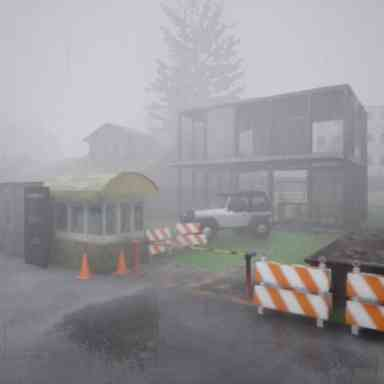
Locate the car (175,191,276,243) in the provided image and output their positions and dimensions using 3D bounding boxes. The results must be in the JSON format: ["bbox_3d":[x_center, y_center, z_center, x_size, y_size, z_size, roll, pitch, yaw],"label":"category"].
[{"bbox_3d":[1.416,0.901,13.280,3.866,1.878,1.905,0,0,-21],"label":"car"}]
